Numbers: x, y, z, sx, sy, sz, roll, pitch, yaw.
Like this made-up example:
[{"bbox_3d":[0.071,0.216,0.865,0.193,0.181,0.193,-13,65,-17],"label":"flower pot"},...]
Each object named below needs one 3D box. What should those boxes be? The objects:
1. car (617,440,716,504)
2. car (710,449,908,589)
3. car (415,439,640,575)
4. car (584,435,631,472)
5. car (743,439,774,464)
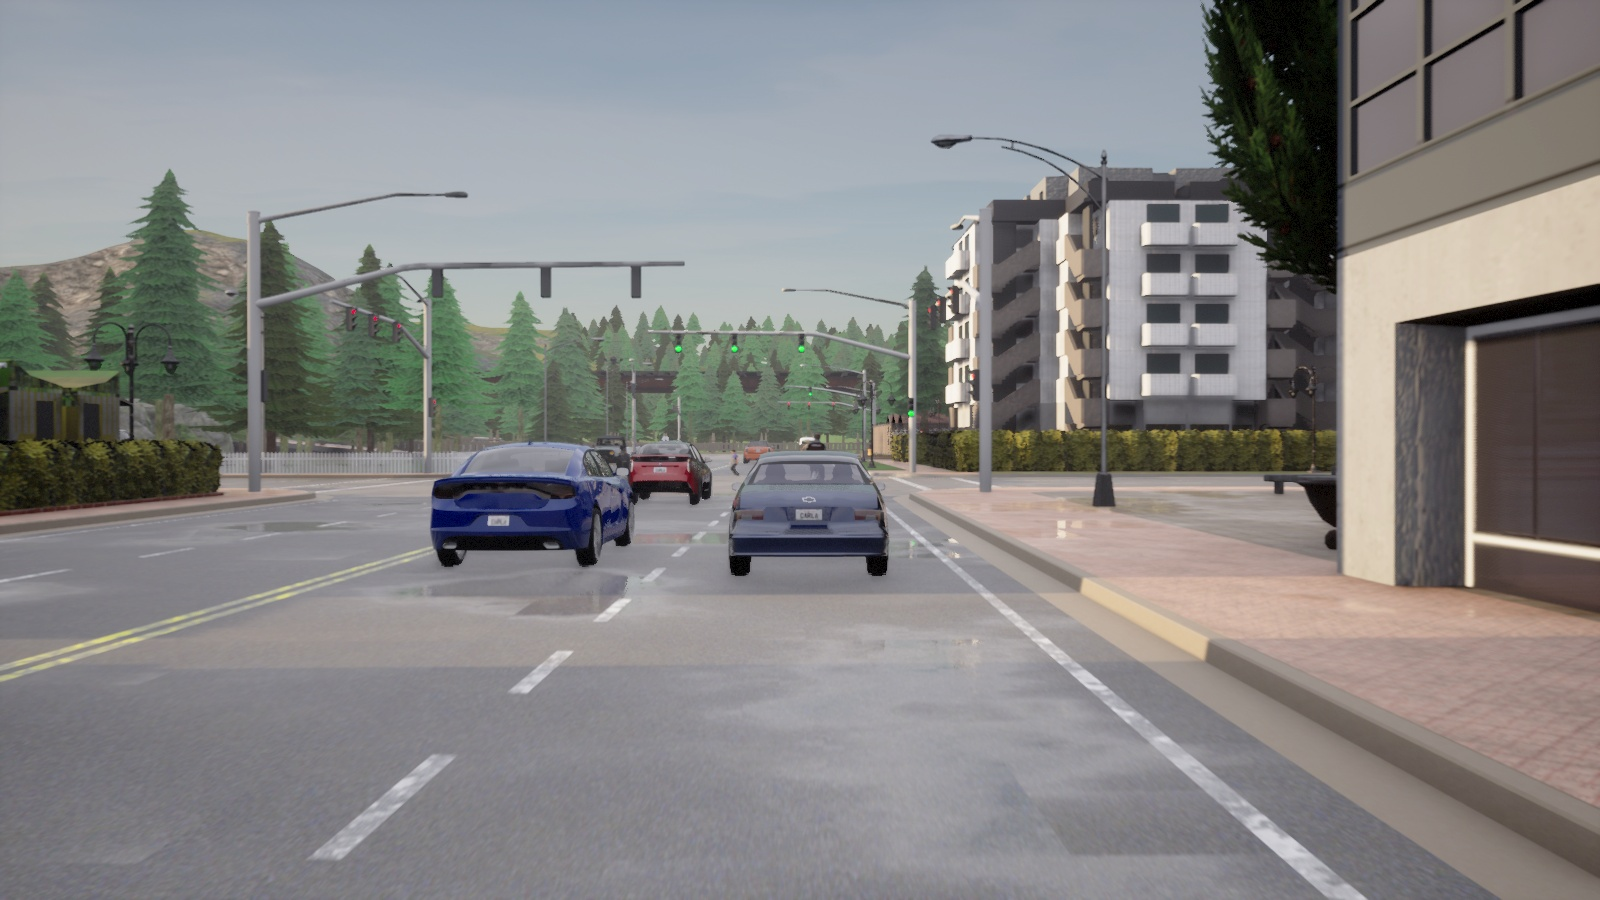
[{"bbox_3d":[-3.304,0.511,31.929,2.007,1.525,4.514,0,0,0],"label":"car"},{"bbox_3d":[0.104,0.706,15.599,2.033,1.411,5.357,0,0,0],"label":"car"},{"bbox_3d":[-3.390,0.627,16.668,1.882,1.535,5.008,0,0,0],"label":"car"},{"bbox_3d":[-10.109,0.161,66.220,1.905,1.878,3.866,0,0,0],"label":"car"},{"bbox_3d":[-2.966,0.087,91.479,2.097,1.767,4.553,0,0,0],"label":"car"}]
